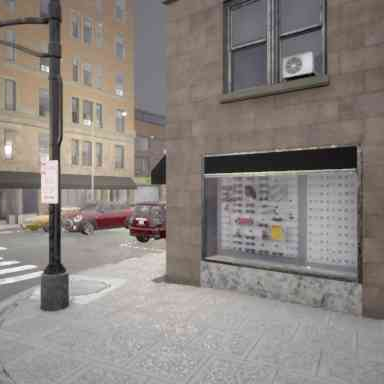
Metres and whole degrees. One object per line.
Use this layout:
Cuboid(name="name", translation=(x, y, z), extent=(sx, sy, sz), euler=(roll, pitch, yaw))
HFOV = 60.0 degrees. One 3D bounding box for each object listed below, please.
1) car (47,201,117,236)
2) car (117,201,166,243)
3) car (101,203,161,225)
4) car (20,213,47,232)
Cuboid(name="car", translation=(-5.315, 1.347, 18.747), extent=(2.097, 1.767, 4.553), euler=(0, 0, 35))
Cuboid(name="car", translation=(-0.676, 1.305, 15.314), extent=(2.192, 1.841, 5.009), euler=(0, 0, 35))
Cuboid(name="car", translation=(-4.425, 1.548, 24.850), extent=(1.947, 1.339, 4.313), euler=(0, 0, 35))
Cuboid(name="car", translation=(-7.754, 1.519, 20.070), extent=(1.752, 1.417, 4.829), euler=(0, 0, 35))
